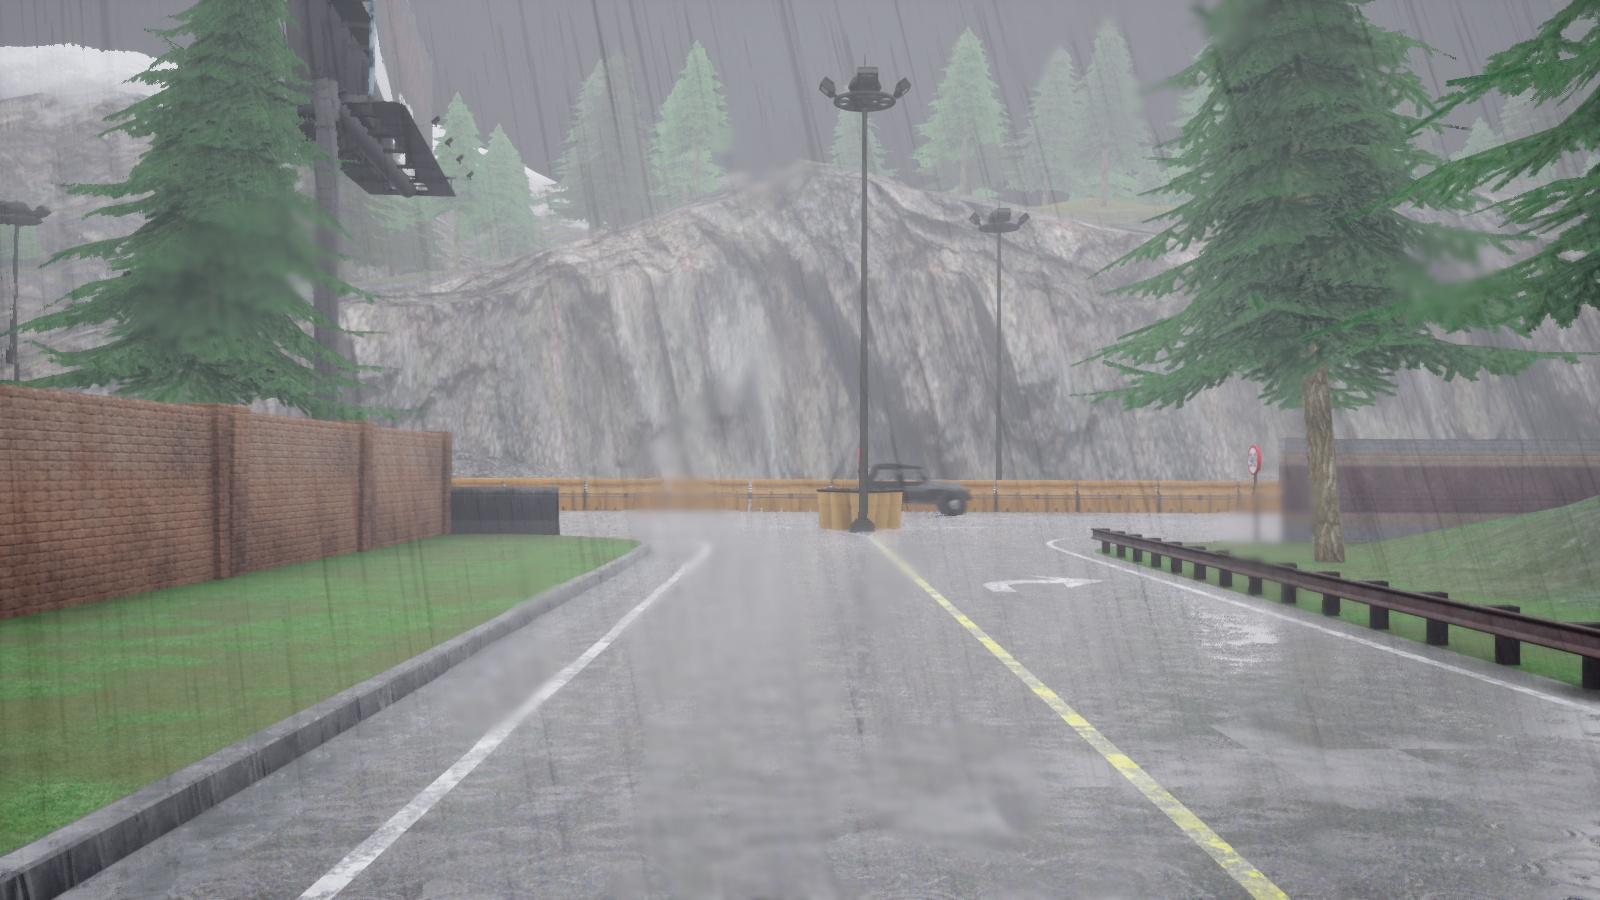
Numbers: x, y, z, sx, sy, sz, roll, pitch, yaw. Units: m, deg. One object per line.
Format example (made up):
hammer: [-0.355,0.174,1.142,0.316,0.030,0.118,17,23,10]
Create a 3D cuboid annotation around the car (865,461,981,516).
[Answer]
car: [4.309,1.357,44.409,3.866,1.878,1.905,0,-1,-1]
